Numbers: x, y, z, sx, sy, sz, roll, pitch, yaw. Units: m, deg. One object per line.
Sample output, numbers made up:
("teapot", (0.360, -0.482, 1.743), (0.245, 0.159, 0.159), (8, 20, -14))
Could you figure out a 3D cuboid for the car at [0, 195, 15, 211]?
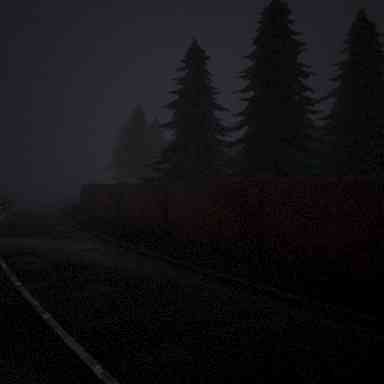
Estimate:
("car", (-18.746, 0.983, 32.602), (1.882, 1.535, 5.008), (0, 0, -19))
